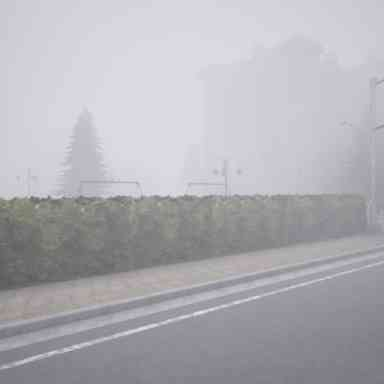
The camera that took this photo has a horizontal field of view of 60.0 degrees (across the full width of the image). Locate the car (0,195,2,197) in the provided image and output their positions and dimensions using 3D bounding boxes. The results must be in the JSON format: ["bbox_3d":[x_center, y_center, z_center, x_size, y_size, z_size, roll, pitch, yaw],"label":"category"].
[{"bbox_3d":[-40.256,1.373,67.276,3.633,1.501,1.845,0,0,-37],"label":"car"}]
